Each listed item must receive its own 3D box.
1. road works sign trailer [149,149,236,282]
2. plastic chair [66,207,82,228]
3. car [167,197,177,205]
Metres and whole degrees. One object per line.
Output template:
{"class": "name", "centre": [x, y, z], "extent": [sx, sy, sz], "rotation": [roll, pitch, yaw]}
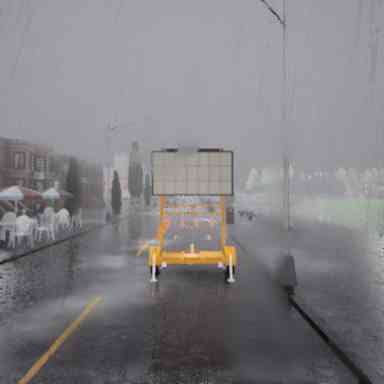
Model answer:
{"class": "road works sign trailer", "centre": [0.013, 0.514, 9.942], "extent": [2.380, 3.560, 2.880], "rotation": [0, 0, 0]}
{"class": "plastic chair", "centre": [-7.417, 1.611, 20.974], "extent": [0.730, 1.271, 0.750], "rotation": [0, 0, -40]}
{"class": "car", "centre": [-3.912, 1.816, 65.121], "extent": [2.128, 1.511, 4.902], "rotation": [0, 0, 0]}
